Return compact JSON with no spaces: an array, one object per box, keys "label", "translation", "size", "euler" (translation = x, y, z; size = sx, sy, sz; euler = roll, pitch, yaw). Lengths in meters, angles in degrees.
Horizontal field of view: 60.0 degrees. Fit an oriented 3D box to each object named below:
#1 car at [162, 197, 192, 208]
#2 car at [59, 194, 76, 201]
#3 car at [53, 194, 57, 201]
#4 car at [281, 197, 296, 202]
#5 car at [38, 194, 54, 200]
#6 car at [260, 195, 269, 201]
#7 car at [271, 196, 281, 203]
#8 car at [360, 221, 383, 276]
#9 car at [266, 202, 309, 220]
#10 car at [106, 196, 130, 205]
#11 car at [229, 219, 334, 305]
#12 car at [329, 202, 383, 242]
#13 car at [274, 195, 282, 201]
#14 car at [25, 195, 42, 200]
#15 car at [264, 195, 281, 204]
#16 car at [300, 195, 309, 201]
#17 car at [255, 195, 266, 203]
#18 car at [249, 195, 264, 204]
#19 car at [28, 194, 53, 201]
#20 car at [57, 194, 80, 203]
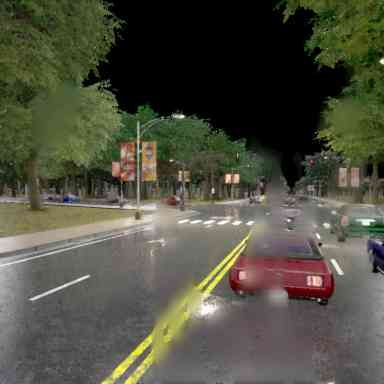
[{"label":"car","translation":[-2.174,1.452,47.038],"size":[4.674,1.442,1.812],"euler":[0,0,40]},{"label":"car","translation":[-29.463,1.259,78.504],"size":[4.674,1.442,1.812],"euler":[0,0,40]},{"label":"car","translation":[-31.320,1.262,75.820],"size":[4.902,1.511,2.128],"euler":[0,0,40]},{"label":"car","translation":[17.069,1.606,57.772],"size":[1.895,1.301,4.718],"euler":[0,0,21]},{"label":"car","translation":[-37.337,1.223,85.100],"size":[4.674,1.442,1.812],"euler":[0,0,40]},{"label":"car","translation":[18.069,1.534,82.912],"size":[1.812,1.442,4.674],"euler":[0,0,17]},{"label":"car","translation":[18.267,1.603,72.422],"size":[1.895,1.301,4.718],"euler":[0,0,17]},{"label":"car","translation":[5.432,1.601,7.585],"size":[1.895,1.301,4.718],"euler":[0,0,16]},{"label":"car","translation":[4.873,1.505,17.057],"size":[1.837,1.490,4.892],"euler":[0,0,17]},{"label":"car","translation":[-12.439,1.351,55.643],"size":[4.902,1.511,2.128],"euler":[0,0,40]},{"label":"car","translation":[2.222,1.601,8.185],"size":[1.895,1.301,4.718],"euler":[0,0,17]},{"label":"car","translation":[8.010,1.352,16.197],"size":[2.097,1.767,4.553],"euler":[0,0,17]},{"label":"car","translation":[21.292,1.488,82.341],"size":[1.882,1.535,5.008],"euler":[0,0,17]},{"label":"car","translation":[-39.304,1.295,82.508],"size":[4.718,1.301,1.895],"euler":[0,0,40]},{"label":"car","translation":[15.228,1.553,62.609],"size":[2.033,1.411,5.357],"euler":[0,0,18]},{"label":"car","translation":[30.400,1.519,89.918],"size":[1.837,1.490,4.892],"euler":[0,0,17]},{"label":"car","translation":[15.073,1.486,73.094],"size":[1.882,1.535,5.008],"euler":[0,0,17]},{"label":"car","translation":[12.151,1.553,63.643],"size":[2.033,1.411,5.357],"euler":[0,0,18]},{"label":"car","translation":[-33.302,1.261,73.240],"size":[4.902,1.511,2.128],"euler":[0,0,40]},{"label":"car","translation":[-23.916,1.266,65.377],"size":[5.008,1.535,1.882],"euler":[0,0,40]}]
